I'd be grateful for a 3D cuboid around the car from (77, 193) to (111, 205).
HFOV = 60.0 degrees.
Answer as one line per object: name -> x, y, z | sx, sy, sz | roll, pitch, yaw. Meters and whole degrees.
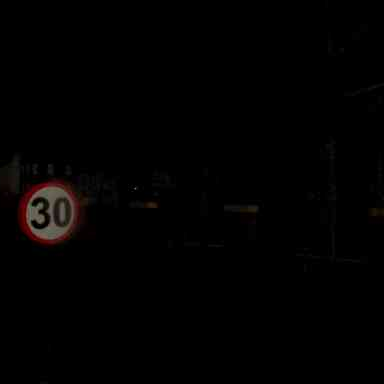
car -> -14.831, 1.249, 50.447 | 2.150, 2.045, 5.566 | 0, 0, 35
